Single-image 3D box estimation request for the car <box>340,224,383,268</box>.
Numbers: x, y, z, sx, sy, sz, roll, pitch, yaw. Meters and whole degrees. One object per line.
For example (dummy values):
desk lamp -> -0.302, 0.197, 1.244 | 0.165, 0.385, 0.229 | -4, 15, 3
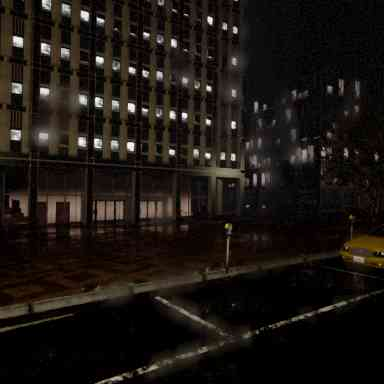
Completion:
car -> 6.608, 1.533, 10.489 | 4.829, 1.417, 1.752 | 0, 1, -34
